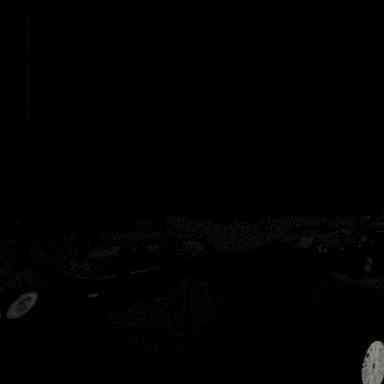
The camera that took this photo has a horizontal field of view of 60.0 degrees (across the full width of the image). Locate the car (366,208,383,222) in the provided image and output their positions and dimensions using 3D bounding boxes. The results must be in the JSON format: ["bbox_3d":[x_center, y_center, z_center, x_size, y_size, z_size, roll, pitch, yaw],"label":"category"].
[{"bbox_3d":[7.918,1.437,12.294,5.009,1.841,2.192,1,0,-35],"label":"car"}]

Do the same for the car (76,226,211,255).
[{"bbox_3d":[-1.217,1.460,5.780,4.097,1.590,1.967,1,0,-35],"label":"car"}]

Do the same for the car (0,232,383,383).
[{"bbox_3d":[0.311,1.497,3.602,5.008,1.535,1.882,1,0,-35],"label":"car"}]

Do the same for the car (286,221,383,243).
[{"bbox_3d":[3.349,1.621,9.036,4.403,1.369,2.008,1,0,-35],"label":"car"}]
